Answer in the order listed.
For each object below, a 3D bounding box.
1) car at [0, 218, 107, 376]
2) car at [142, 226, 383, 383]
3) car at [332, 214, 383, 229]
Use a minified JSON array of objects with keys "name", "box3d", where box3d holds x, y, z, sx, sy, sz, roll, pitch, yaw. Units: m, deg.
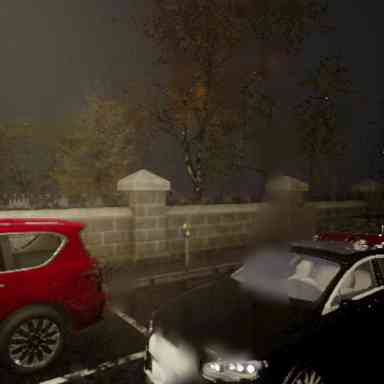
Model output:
[{"name":"car","box3d":[-3.551,1.315,4.033,5.009,1.841,2.192,0,0,-35]},{"name":"car","box3d":[1.712,1.496,4.590,4.902,1.511,2.128,0,0,-35]},{"name":"car","box3d":[5.463,1.449,10.461,4.097,1.590,1.967,0,0,-35]}]
